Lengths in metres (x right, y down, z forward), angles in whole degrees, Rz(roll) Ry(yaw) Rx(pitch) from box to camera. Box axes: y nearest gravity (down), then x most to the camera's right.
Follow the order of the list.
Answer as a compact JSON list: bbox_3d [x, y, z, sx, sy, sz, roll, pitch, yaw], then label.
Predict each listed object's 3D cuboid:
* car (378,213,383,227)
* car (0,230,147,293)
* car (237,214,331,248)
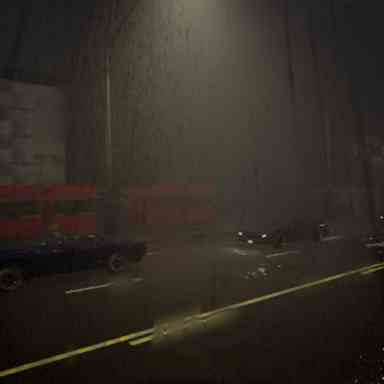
[{"bbox_3d":[15.521,1.756,24.406,4.902,1.511,2.128,0,-1,-37],"label":"car"},{"bbox_3d":[-3.836,1.861,9.852,4.718,1.301,1.895,0,-1,-38],"label":"car"},{"bbox_3d":[4.654,1.796,16.270,5.357,1.411,2.033,0,-2,-38],"label":"car"}]
